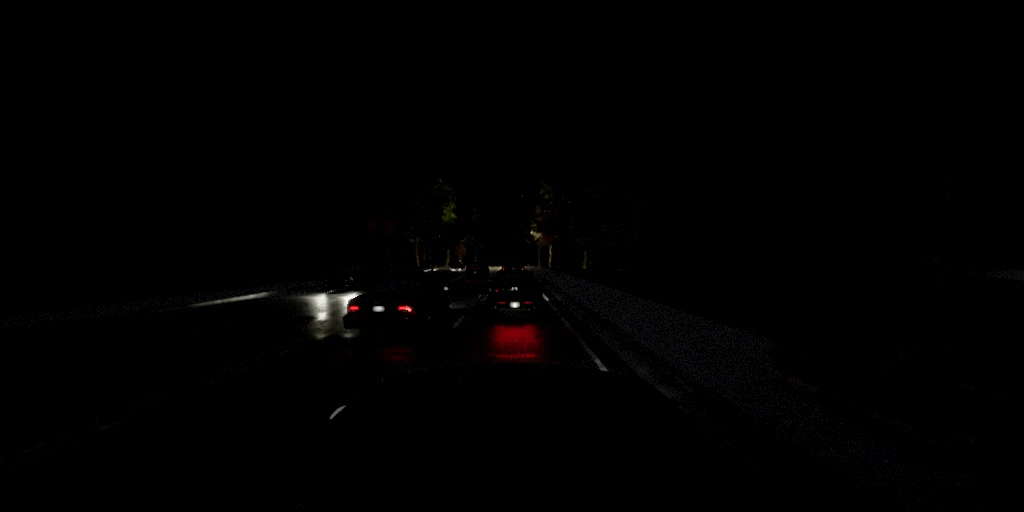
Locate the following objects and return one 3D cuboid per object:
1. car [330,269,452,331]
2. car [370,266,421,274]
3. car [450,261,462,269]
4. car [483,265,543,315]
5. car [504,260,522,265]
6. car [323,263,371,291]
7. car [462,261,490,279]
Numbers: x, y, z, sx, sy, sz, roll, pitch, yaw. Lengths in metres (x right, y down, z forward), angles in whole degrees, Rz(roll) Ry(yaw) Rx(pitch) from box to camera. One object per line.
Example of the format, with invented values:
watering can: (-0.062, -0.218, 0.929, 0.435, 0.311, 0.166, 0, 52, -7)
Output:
car: (-3.152, 1.305, 10.992, 2.033, 1.411, 5.357, 0, 0, 0)
car: (-6.600, 1.316, 22.288, 2.033, 1.411, 5.357, 0, 0, 0)
car: (-9.775, 1.637, 64.417, 1.994, 1.385, 4.181, 0, -1, 1)
car: (0.092, 1.264, 13.503, 1.837, 1.490, 4.892, 0, 0, 0)
car: (0.100, 1.140, 31.307, 2.097, 1.767, 4.553, 0, 0, 0)
car: (-9.848, 1.247, 22.416, 1.882, 1.535, 5.008, 0, 0, 0)
car: (-3.149, 1.274, 33.314, 1.882, 1.535, 5.008, 0, 0, 0)
